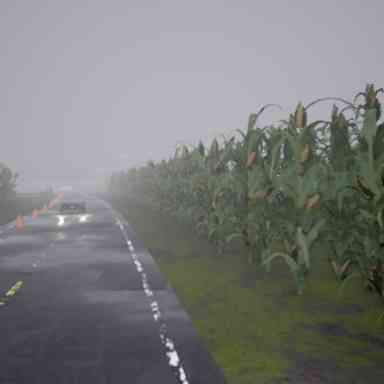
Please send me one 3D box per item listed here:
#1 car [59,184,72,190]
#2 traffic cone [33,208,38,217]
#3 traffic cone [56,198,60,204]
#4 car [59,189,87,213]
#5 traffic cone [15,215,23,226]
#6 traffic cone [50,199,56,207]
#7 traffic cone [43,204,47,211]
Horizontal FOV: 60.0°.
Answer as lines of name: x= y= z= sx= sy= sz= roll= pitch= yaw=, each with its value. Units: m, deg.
car: x=-29.335 y=-0.736 z=77.246 sx=2.150 sy=2.045 sz=5.566 roll=-1 pitch=1 yaw=-33
traffic cone: x=-10.548 y=1.378 z=22.372 sx=0.340 sy=0.580 sz=0.340 roll=0 pitch=1 yaw=-16
traffic cone: x=-15.025 y=1.019 z=36.593 sx=0.340 sy=0.580 sz=0.340 roll=0 pitch=1 yaw=-18
car: x=-9.599 y=0.792 z=27.011 sx=1.882 sy=1.535 sz=5.008 roll=0 pitch=1 yaw=-17
traffic cone: x=-9.166 y=1.498 z=17.597 sx=0.340 sy=0.580 sz=0.340 roll=0 pitch=1 yaw=-16
traffic cone: x=-13.478 y=1.139 z=31.870 sx=0.340 sy=0.580 sz=0.340 roll=0 pitch=1 yaw=-18
traffic cone: x=-11.986 y=1.258 z=27.129 sx=0.340 sy=0.580 sz=0.340 roll=0 pitch=1 yaw=-17
